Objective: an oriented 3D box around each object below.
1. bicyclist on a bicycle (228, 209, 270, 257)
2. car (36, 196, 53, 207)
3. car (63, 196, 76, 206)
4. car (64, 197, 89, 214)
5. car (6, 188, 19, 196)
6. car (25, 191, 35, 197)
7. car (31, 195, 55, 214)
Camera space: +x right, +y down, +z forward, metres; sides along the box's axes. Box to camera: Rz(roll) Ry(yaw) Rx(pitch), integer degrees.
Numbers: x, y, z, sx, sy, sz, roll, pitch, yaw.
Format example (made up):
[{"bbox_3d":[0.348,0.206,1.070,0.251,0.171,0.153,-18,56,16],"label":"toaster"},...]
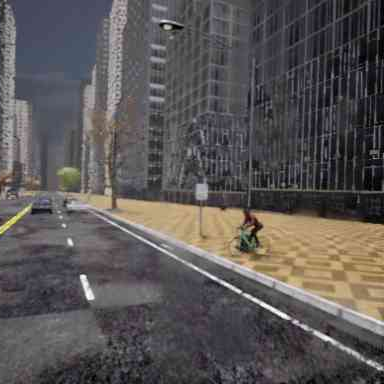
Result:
[{"bbox_3d":[1.968,1.399,11.305,1.656,1.620,0.582,2,0,-23],"label":"bicyclist on a bicycle"},{"bbox_3d":[-19.919,1.268,45.154,1.994,1.385,4.181,2,0,-23],"label":"car"},{"bbox_3d":[-16.511,1.282,45.282,2.128,1.511,4.902,2,0,-22],"label":"car"},{"bbox_3d":[-11.466,1.463,33.278,1.895,1.301,4.718,2,0,-23],"label":"car"},{"bbox_3d":[-37.222,0.220,69.157,2.150,2.045,5.566,2,0,-23],"label":"car"},{"bbox_3d":[-34.248,0.552,70.451,1.882,1.535,5.008,2,0,-23],"label":"car"},{"bbox_3d":[-14.266,1.332,31.809,2.033,1.411,5.357,2,0,-22],"label":"car"}]
